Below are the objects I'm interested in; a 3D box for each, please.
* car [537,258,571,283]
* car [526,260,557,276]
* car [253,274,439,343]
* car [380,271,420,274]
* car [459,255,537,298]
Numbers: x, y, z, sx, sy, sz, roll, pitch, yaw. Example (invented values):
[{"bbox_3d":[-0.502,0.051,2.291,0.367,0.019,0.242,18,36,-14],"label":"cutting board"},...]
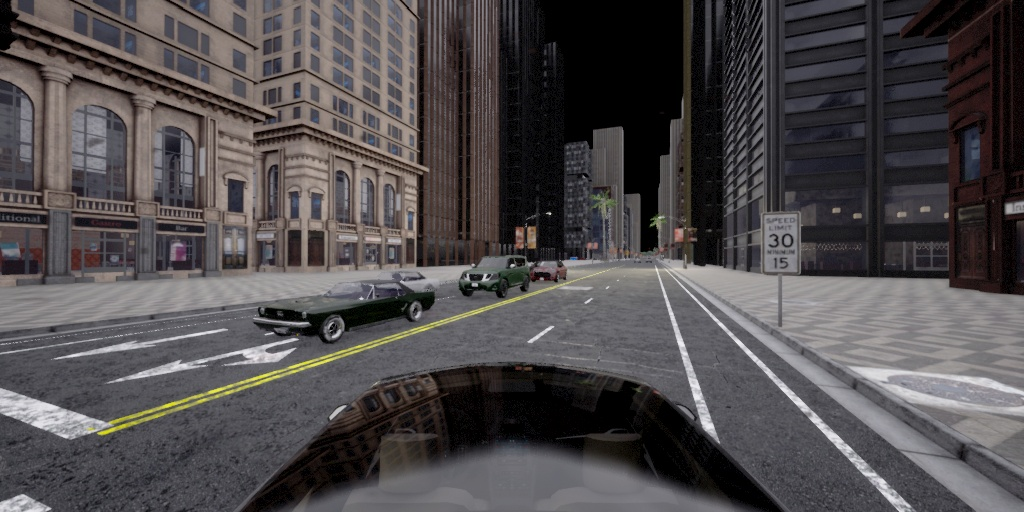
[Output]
[{"bbox_3d":[3.002,1.114,28.581,2.097,1.767,4.553,0,0,21],"label":"car"},{"bbox_3d":[3.196,1.248,37.843,1.882,1.535,5.008,0,0,22],"label":"car"},{"bbox_3d":[-4.271,1.352,9.985,1.895,1.301,4.718,0,0,24],"label":"car"},{"bbox_3d":[-5.325,1.354,16.207,1.895,1.301,4.718,0,0,21],"label":"car"},{"bbox_3d":[-0.705,0.977,19.072,2.150,2.045,5.566,0,0,21],"label":"car"}]
